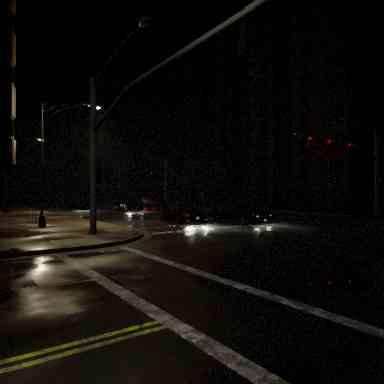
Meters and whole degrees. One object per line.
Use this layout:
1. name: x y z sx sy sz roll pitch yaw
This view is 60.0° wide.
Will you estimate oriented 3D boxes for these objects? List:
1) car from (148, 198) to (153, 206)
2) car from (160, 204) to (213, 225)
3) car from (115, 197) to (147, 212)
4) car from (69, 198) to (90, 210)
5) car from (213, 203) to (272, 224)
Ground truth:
1. car: -7.830 1.526 52.079 1.812 1.442 4.674 0 0 -37
2. car: -0.670 1.564 23.908 1.994 1.385 4.181 0 0 -32
3. car: -7.596 1.504 39.601 1.837 1.490 4.892 0 0 -36
4. car: -14.440 1.547 43.101 2.033 1.411 5.357 0 0 -36
5. car: 3.344 1.547 24.835 2.033 1.411 5.357 0 0 -39
